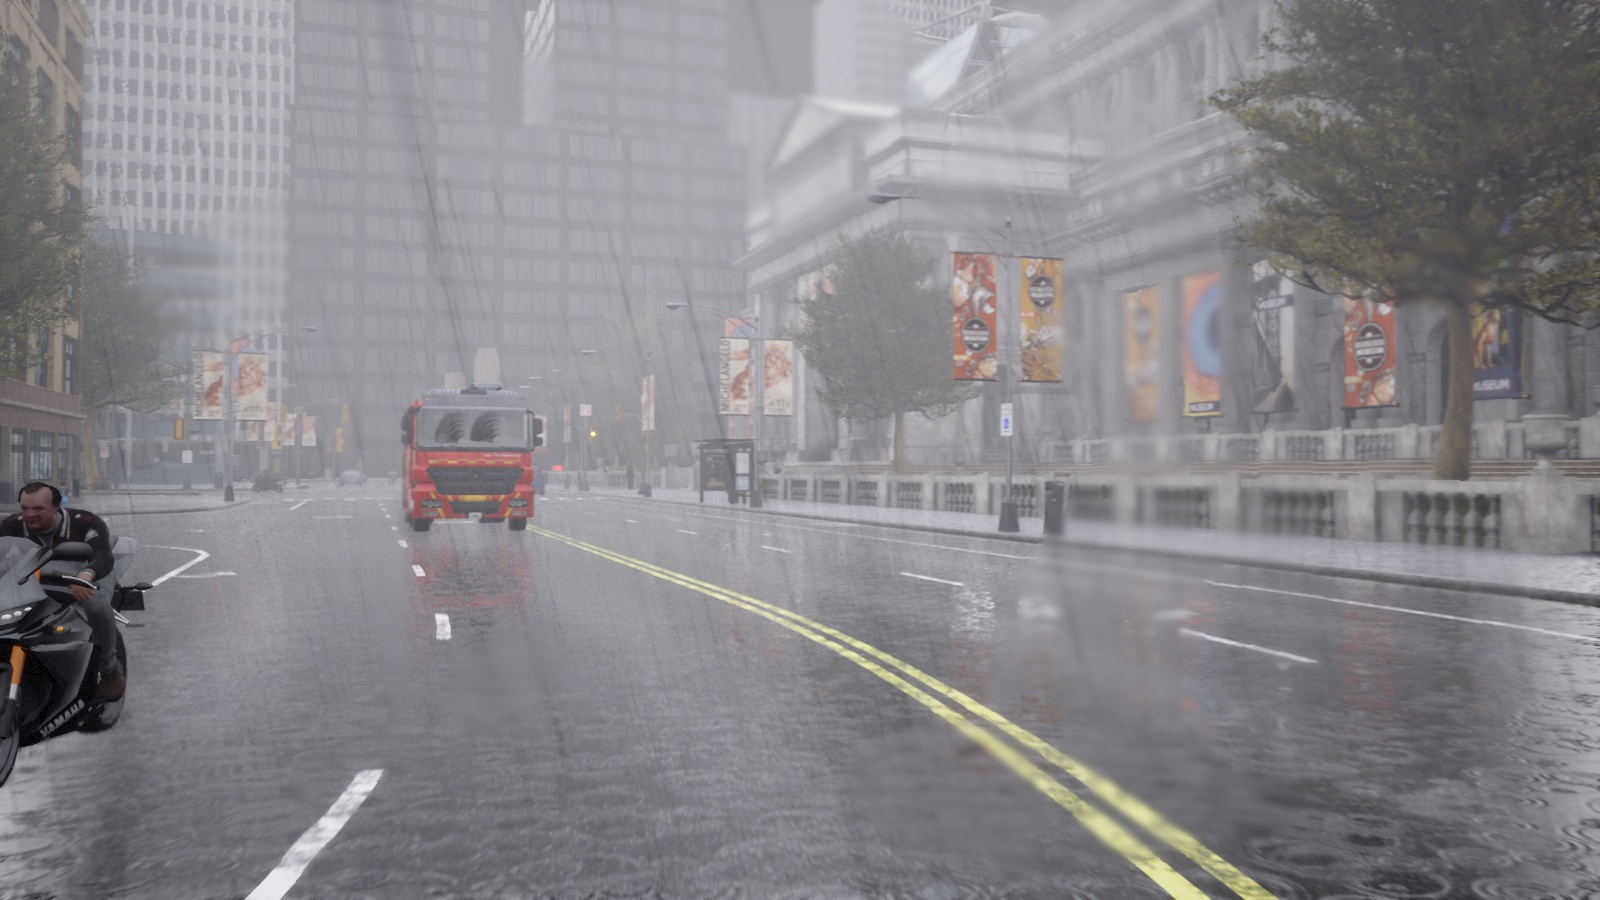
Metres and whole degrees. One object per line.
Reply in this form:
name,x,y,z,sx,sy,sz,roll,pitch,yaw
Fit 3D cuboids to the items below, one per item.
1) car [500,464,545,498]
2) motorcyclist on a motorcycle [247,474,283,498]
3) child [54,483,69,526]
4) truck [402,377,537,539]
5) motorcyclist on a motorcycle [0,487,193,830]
car,-17.685,1.957,79.821,2.150,2.045,5.566,0,-1,-19
motorcyclist on a motorcycle,-35.182,2.351,82.561,2.044,1.523,0.797,0,0,-1
child,-22.372,1.646,38.030,0.270,1.263,0.437,0,-1,-15
truck,-9.178,0.267,34.161,2.891,3.827,8.468,0,-1,-19
motorcyclist on a motorcycle,-4.051,0.983,6.756,0.866,1.530,2.191,0,-1,-10
